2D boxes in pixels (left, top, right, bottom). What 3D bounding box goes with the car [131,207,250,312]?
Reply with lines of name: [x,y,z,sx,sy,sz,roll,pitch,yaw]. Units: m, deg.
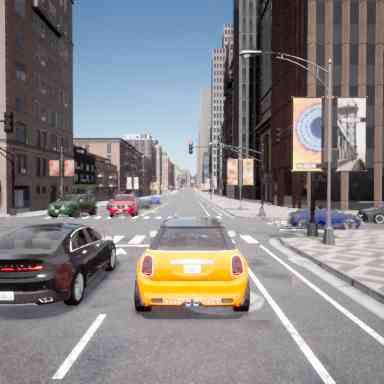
car: [0.009,1.351,7.878,2.097,1.767,4.553,0,0,0]

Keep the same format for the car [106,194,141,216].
car: [-6.251,1.232,30.799,2.150,2.045,5.566,0,0,-5]

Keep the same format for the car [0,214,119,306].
car: [-3.155,1.504,8.023,1.837,1.490,4.892,0,0,0]

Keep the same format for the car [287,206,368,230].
car: [8.049,1.544,20.472,4.181,1.385,1.994,0,1,3]

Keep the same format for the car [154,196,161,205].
car: [-6.586,1.506,58.776,1.882,1.535,5.008,0,0,0]

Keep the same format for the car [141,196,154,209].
car: [-6.604,1.586,44.427,1.994,1.385,4.181,0,0,0]

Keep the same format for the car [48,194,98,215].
car: [-10.574,1.231,30.080,2.150,2.045,5.566,1,0,11]

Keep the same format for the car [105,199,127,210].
car: [-9.854,1.586,43.446,1.994,1.385,4.181,0,0,0]

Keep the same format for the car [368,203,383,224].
car: [13.982,1.470,23.549,4.181,1.385,1.994,0,1,0]

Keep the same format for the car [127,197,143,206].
car: [-9.839,1.593,57.360,1.994,1.385,4.181,0,0,0]
